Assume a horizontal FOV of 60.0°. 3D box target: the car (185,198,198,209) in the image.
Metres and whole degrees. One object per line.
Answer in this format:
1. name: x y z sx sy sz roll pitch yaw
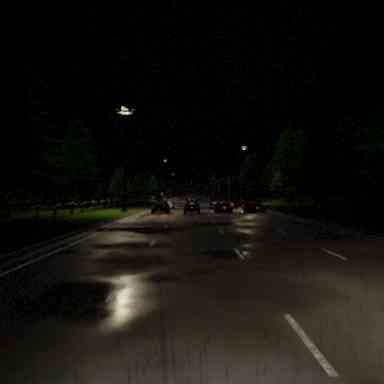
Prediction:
1. car: -0.007 1.697 48.423 1.812 1.442 4.674 0 0 0

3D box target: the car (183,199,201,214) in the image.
1. car: -0.010 1.680 37.233 2.033 1.411 5.357 0 0 0

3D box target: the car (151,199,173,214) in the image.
1. car: -3.510 1.659 37.649 1.812 1.442 4.674 0 0 0

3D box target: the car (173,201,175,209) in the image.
1. car: -3.507 1.697 48.405 1.812 1.442 4.674 0 0 0

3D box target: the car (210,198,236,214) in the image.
1. car: 3.490 1.698 37.651 1.994 1.385 4.181 0 0 0

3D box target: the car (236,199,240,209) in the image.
1. car: 6.991 1.696 48.097 1.812 1.442 4.674 0 0 0

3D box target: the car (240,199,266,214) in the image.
1. car: 6.990 1.698 37.652 1.994 1.385 4.181 0 0 0
